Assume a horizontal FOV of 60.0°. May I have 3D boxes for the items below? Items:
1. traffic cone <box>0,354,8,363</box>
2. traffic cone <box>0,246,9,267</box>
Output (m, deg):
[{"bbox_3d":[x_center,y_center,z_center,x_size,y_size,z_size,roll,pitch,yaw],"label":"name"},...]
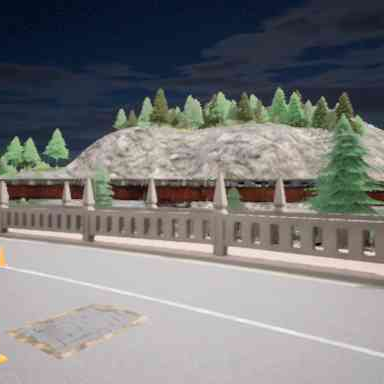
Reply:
[{"bbox_3d":[-2.703,1.970,4.439,0.340,0.580,0.340,0,0,35],"label":"traffic cone"},{"bbox_3d":[-5.926,1.985,10.323,0.340,0.580,0.340,0,0,35],"label":"traffic cone"}]
